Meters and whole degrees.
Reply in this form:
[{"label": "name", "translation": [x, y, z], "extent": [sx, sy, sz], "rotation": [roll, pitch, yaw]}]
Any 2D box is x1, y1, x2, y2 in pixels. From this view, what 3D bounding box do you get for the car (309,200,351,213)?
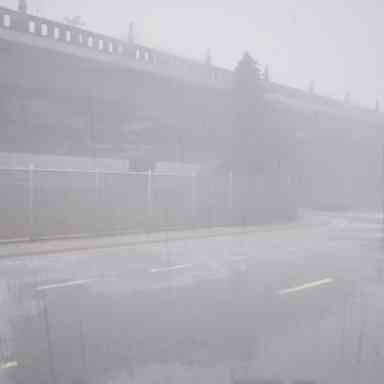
[{"label": "car", "translation": [15.320, 1.617, 37.101], "extent": [1.895, 1.301, 4.718], "rotation": [0, 0, -18]}]
